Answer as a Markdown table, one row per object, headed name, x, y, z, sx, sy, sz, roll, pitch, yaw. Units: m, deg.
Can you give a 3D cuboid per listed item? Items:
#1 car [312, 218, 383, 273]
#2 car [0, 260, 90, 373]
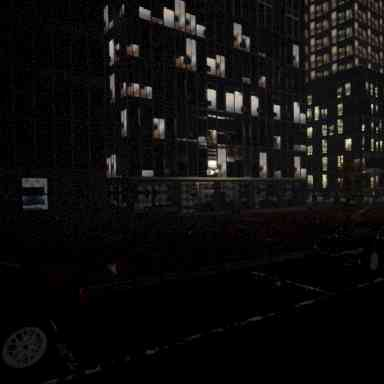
| name | x | y | z | sx | sy | sz | roll | pitch | yaw |
| --- | --- | --- | --- | --- | --- | --- | --- | --- | --- |
| car | 5.595 | 1.548 | 10.537 | 4.403 | 1.369 | 2.008 | 0 | -1 | -35 |
| car | -3.579 | 1.545 | 4.024 | 4.507 | 1.381 | 1.887 | 0 | -1 | -35 |
